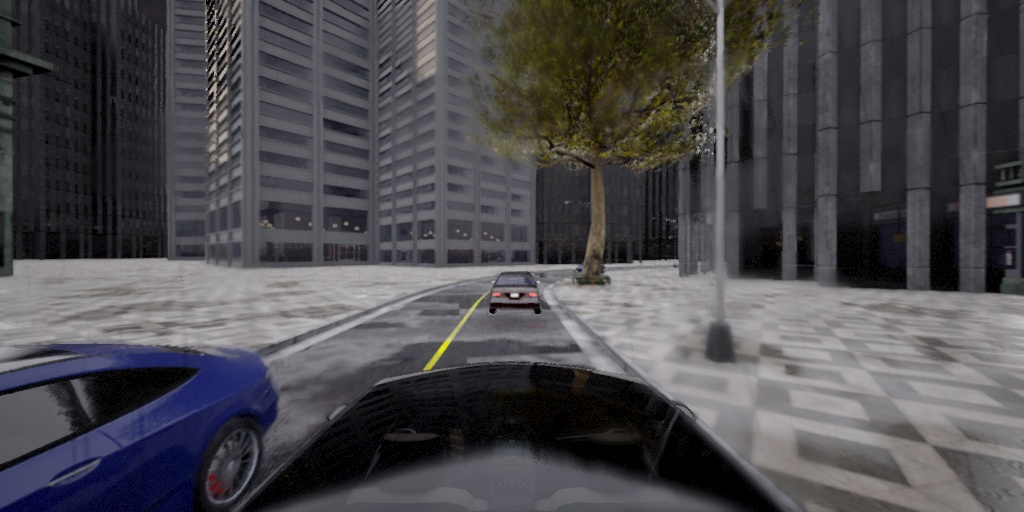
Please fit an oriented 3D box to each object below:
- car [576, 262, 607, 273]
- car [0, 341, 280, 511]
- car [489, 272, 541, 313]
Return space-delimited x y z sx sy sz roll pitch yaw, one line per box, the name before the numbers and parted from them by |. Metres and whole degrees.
car | 9.765 1.319 43.916 2.033 1.411 5.357 0 0 38
car | -3.090 1.275 1.555 1.812 1.442 4.674 0 0 0
car | 0.149 1.314 14.058 2.033 1.411 5.357 0 0 1
